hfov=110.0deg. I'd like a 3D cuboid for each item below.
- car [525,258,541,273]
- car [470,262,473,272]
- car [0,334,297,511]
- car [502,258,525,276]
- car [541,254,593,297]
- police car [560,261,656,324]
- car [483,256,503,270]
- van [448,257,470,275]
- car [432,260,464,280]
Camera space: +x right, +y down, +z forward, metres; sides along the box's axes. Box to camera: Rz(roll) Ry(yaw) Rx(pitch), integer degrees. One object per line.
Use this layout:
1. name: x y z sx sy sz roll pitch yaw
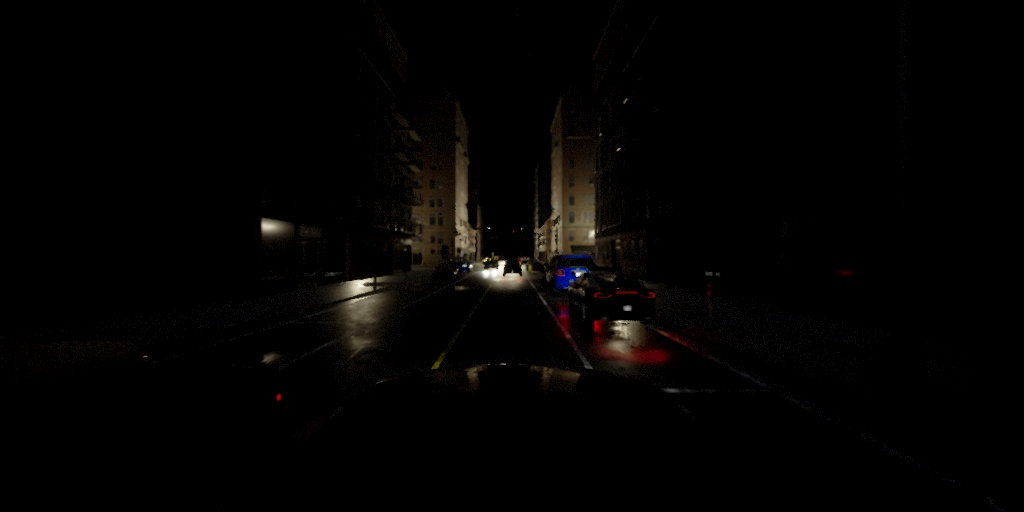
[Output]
1. car: 2.640 1.166 40.601 1.751 1.417 4.829 0 0 0
2. car: -5.395 1.191 40.429 2.007 1.370 4.403 0 0 0
3. car: -2.850 1.300 0.839 2.033 1.411 5.357 0 0 0
4. car: 0.057 1.181 35.275 1.812 1.442 4.674 0 0 0
5. car: 2.978 0.922 18.828 2.150 2.045 5.566 0 0 0
6. police car: 3.006 1.146 11.909 1.930 1.638 5.238 0 0 0
7. car: -2.760 1.110 48.803 2.128 1.511 4.902 0 0 0
8. van: -5.395 0.996 35.023 1.690 1.789 3.998 0 0 0
9. car: -5.396 1.253 29.617 1.802 1.307 4.207 0 0 0
